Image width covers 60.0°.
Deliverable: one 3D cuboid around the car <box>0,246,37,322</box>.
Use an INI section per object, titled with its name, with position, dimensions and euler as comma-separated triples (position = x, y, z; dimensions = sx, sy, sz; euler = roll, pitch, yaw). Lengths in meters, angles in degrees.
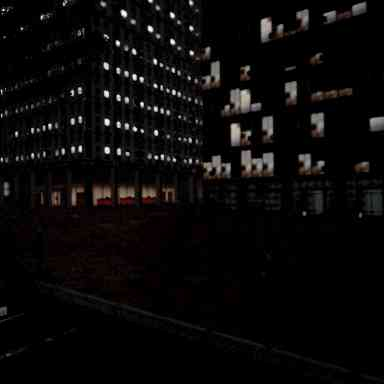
[car]
position = -4.632, 1.550, 6.197
dimensions = 4.403, 1.369, 2.008
euler = 0, -1, 36
